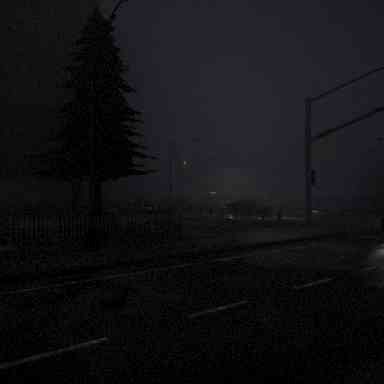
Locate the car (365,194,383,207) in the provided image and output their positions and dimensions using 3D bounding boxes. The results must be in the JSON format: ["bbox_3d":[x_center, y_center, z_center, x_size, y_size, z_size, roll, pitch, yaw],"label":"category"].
[{"bbox_3d":[26.528,1.153,44.983,1.932,1.855,4.605,0,0,-36],"label":"car"}]

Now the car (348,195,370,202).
[{"bbox_3d":[37.034,1.364,73.941,1.784,1.438,3.905,0,0,-36],"label":"car"}]

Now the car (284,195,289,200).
[{"bbox_3d":[21.363,1.153,81.327,1.932,1.855,4.605,0,0,-36],"label":"car"}]

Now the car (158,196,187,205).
[{"bbox_3d":[-3.583,1.491,56.917,2.128,1.511,4.902,0,0,-36],"label":"car"}]

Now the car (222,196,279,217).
[{"bbox_3d":[5.499,1.477,32.003,1.882,1.535,5.008,0,0,-36],"label":"car"}]

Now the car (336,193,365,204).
[{"bbox_3d":[34.641,1.153,72.308,1.932,1.855,4.605,0,0,-36],"label":"car"}]

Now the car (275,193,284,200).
[{"bbox_3d":[19.210,1.364,79.725,1.784,1.438,3.905,0,0,-36],"label":"car"}]

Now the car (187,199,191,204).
[{"bbox_3d":[-2.087,1.564,60.749,1.994,1.385,4.181,0,0,-35],"label":"car"}]

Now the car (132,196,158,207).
[{"bbox_3d":[-7.420,1.564,49.972,1.994,1.385,4.181,0,0,-36],"label":"car"}]

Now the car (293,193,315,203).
[{"bbox_3d":[20.951,1.395,62.403,1.970,1.475,3.806,0,0,-36],"label":"car"}]

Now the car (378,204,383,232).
[{"bbox_3d":[10.967,1.564,16.804,1.994,1.385,4.181,1,0,22],"label":"car"}]

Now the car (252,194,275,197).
[{"bbox_3d":[16.855,1.395,78.041,1.970,1.475,3.806,0,0,-36],"label":"car"}]

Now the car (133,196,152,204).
[{"bbox_3d":[-9.866,1.564,65.615,1.994,1.385,4.181,0,0,-36],"label":"car"}]

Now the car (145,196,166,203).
[{"bbox_3d":[-7.536,1.547,68.216,2.033,1.411,5.357,0,0,-36],"label":"car"}]

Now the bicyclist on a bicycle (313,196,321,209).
[{"bbox_3d":[15.931,1.302,42.301,1.656,1.620,0.582,0,0,-36],"label":"bicyclist on a bicycle"}]
